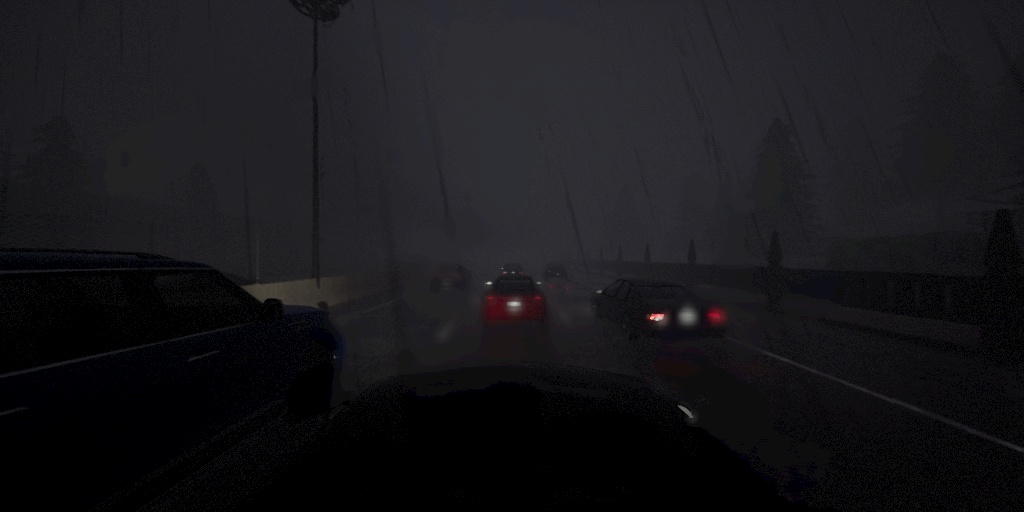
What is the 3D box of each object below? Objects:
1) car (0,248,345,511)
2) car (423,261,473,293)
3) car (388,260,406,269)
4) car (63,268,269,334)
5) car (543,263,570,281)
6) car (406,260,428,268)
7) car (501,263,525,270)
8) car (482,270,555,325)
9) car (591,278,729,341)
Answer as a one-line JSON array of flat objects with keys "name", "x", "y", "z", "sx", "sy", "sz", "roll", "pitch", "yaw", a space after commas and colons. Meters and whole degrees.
[{"name": "car", "x": -3.400, "y": 0.972, "z": 2.643, "sx": 2.150, "sy": 2.045, "sz": 5.566, "roll": 0, "pitch": 0, "yaw": 0}, {"name": "car", "x": -3.405, "y": 1.243, "z": 21.008, "sx": 2.128, "sy": 1.511, "sz": 4.902, "roll": 0, "pitch": 0, "yaw": 0}, {"name": "car", "x": -14.131, "y": 1.232, "z": 47.096, "sx": 1.882, "sy": 1.535, "sz": 5.008, "roll": 0, "pitch": 0, "yaw": 0}, {"name": "car", "x": -10.603, "y": 1.229, "z": 11.729, "sx": 1.882, "sy": 1.535, "sz": 5.008, "roll": 0, "pitch": 0, "yaw": 0}, {"name": "car", "x": 3.604, "y": 1.278, "z": 29.934, "sx": 1.812, "sy": 1.442, "sz": 4.674, "roll": 0, "pitch": 0, "yaw": 0}, {"name": "car", "x": -10.585, "y": 1.279, "z": 42.084, "sx": 1.812, "sy": 1.442, "sz": 4.674, "roll": 0, "pitch": 0, "yaw": 0}, {"name": "car", "x": 0.090, "y": 1.300, "z": 29.550, "sx": 2.033, "sy": 1.411, "sz": 5.357, "roll": 0, "pitch": 0, "yaw": 0}, {"name": "car", "x": 0.097, "y": 1.315, "z": 11.851, "sx": 1.994, "sy": 1.385, "sz": 4.181, "roll": 0, "pitch": 0, "yaw": 0}, {"name": "car", "x": 3.597, "y": 1.298, "z": 9.844, "sx": 2.033, "sy": 1.411, "sz": 5.357, "roll": 0, "pitch": 0, "yaw": 0}]
